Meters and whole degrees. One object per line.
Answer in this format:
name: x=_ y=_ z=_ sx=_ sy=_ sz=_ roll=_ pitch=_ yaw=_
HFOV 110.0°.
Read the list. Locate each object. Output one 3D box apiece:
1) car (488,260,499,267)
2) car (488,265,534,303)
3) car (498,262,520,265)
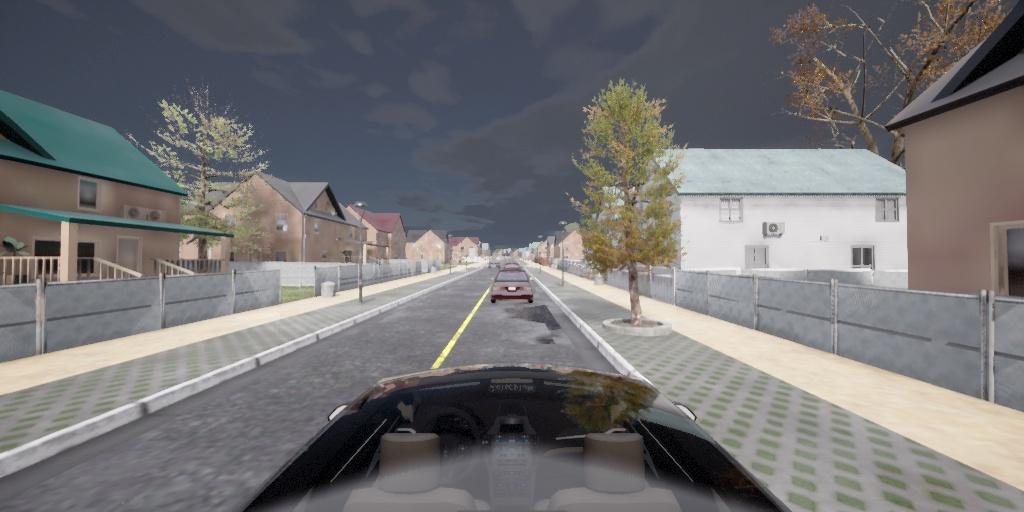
car: x=-2.750 y=1.316 z=56.511 sx=1.812 sy=1.442 sz=4.674 roll=0 pitch=0 yaw=0
car: x=0.000 y=1.316 z=16.502 sx=2.033 sy=1.411 sz=5.357 roll=0 pitch=0 yaw=0
car: x=0.000 y=1.289 z=31.506 sx=1.812 sy=1.442 sz=4.674 roll=0 pitch=0 yaw=0
